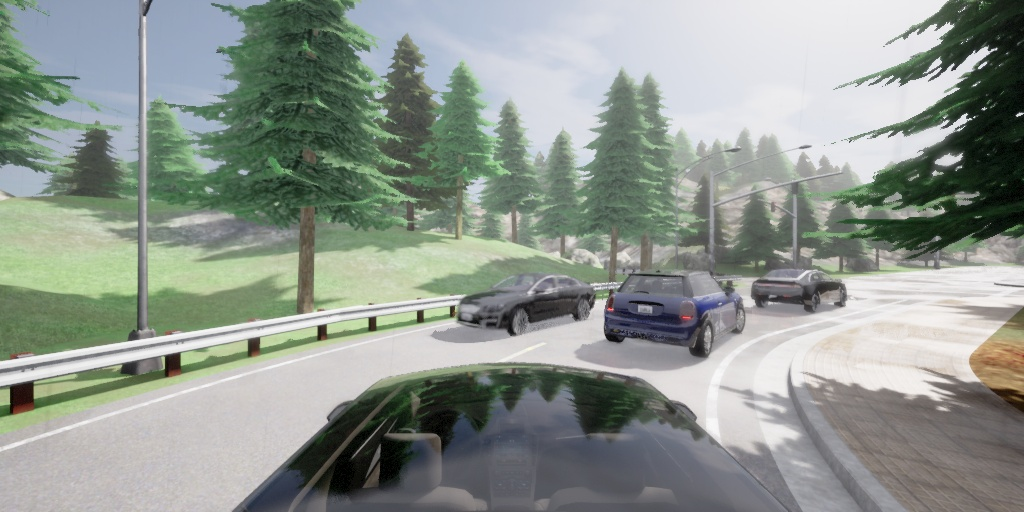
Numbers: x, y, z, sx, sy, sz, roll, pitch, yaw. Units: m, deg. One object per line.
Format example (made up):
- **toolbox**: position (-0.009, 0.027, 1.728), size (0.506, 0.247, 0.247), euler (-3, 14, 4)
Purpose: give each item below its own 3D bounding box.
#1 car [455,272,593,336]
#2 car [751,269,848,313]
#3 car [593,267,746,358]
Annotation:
- **car**: position (0.585, 1.251, 10.652), size (2.128, 1.511, 4.902), euler (0, 0, 44)
- **car**: position (11.341, 1.256, 14.091), size (4.902, 1.511, 2.128), euler (0, 0, -32)
- **car**: position (4.162, 1.109, 8.877), size (2.097, 1.767, 4.553), euler (0, 0, 43)
